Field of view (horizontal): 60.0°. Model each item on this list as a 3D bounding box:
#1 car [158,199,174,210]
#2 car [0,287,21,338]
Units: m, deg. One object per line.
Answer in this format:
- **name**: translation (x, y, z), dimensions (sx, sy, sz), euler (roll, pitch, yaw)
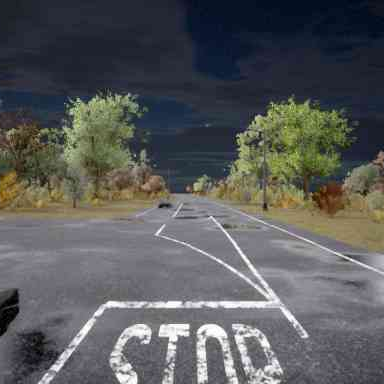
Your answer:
- **car**: translation (-3.478, 1.626, 44.268), dimensions (1.895, 1.301, 4.718), euler (0, 0, 0)
- **car**: translation (-3.482, 1.615, 2.697), dimensions (1.895, 1.301, 4.718), euler (0, 0, 0)
